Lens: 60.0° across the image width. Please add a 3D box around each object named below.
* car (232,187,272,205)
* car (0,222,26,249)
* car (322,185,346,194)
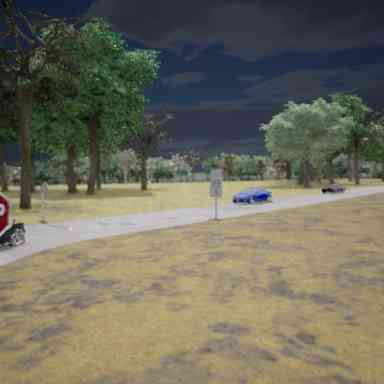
[{"bbox_3d":[5.802,0.361,31.707,1.882,1.535,5.008,1,3,42],"label":"car"},{"bbox_3d":[-7.283,1.453,10.743,1.895,1.301,4.718,-1,2,-2],"label":"car"},{"bbox_3d":[20.060,-0.386,47.162,1.895,1.301,4.718,1,3,42],"label":"car"}]
